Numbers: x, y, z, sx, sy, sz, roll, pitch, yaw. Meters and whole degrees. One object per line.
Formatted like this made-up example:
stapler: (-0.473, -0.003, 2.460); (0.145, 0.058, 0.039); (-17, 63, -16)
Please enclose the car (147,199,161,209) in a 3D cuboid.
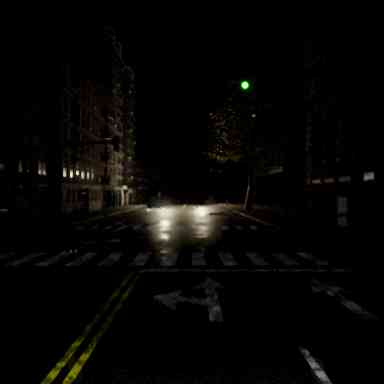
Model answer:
car: (-6.511, 1.937, 57.474); (2.097, 1.767, 4.553); (0, -1, 0)
